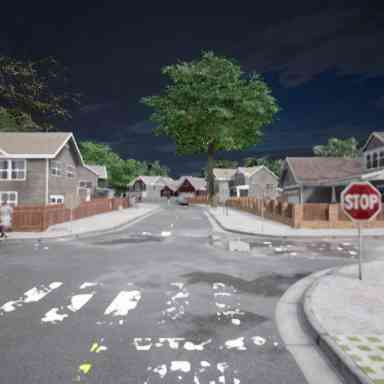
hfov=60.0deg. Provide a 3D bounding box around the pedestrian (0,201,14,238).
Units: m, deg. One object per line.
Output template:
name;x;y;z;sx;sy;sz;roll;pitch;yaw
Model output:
pedestrian;-9.668;1.391;17.237;0.375;1.860;0.375;0;-1;1

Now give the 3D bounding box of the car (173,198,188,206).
car;-2.078;1.871;61.505;1.994;1.385;4.181;1;-1;-16

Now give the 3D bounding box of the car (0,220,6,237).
car;-10.807;1.666;14.469;4.902;1.511;2.128;-1;-2;0
